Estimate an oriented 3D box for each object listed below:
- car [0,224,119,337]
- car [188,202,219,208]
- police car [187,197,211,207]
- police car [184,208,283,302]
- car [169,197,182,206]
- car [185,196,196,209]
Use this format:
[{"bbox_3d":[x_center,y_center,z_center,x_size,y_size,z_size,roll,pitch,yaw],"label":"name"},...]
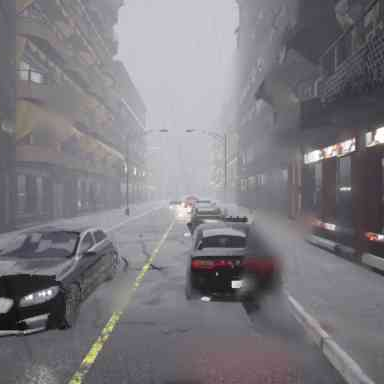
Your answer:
[{"bbox_3d":[-2.854,1.493,6.977,2.128,1.511,4.902,0,0,0],"label":"car"},{"bbox_3d":[0.825,1.511,18.343,1.837,1.490,4.892,0,0,0],"label":"car"},{"bbox_3d":[0.825,1.434,24.453,1.930,1.638,5.238,0,0,0],"label":"police car"},{"bbox_3d":[0.825,1.427,8.452,1.930,1.638,5.238,0,0,0],"label":"police car"},{"bbox_3d":[-2.749,1.605,55.520,1.994,1.385,4.181,0,0,0],"label":"car"},{"bbox_3d":[0.033,1.383,47.137,2.097,1.767,4.553,0,0,0],"label":"car"}]
